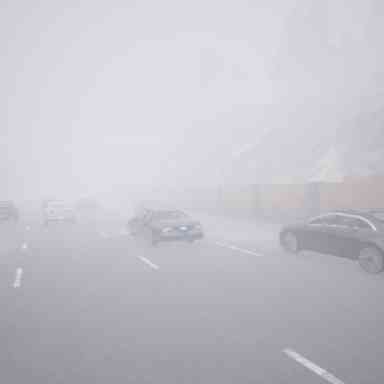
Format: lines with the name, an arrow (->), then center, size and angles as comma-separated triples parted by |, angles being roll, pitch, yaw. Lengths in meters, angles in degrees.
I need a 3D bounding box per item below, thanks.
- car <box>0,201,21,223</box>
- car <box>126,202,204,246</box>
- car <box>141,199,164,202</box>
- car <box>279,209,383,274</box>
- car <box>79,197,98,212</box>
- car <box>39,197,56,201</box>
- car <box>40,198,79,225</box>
car -> -13.644, 1.421, 24.165 | 1.882, 1.535, 5.008 | -1, 1, -25
car -> -1.387, 1.384, 14.538 | 2.033, 1.411, 5.357 | -1, 1, -25
car -> -3.270, 1.266, 26.773 | 2.033, 1.411, 5.357 | -1, 1, -25
car -> 4.644, 1.273, 9.909 | 2.128, 1.511, 4.902 | -1, 1, -25
car -> -11.508, 1.303, 36.083 | 2.033, 1.411, 5.357 | -1, 1, -25
car -> -16.092, 1.299, 37.602 | 1.882, 1.535, 5.008 | -1, 1, -25
car -> -9.293, 1.401, 23.116 | 1.812, 1.442, 4.674 | -1, 1, -25
